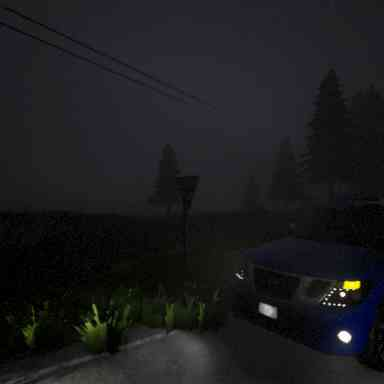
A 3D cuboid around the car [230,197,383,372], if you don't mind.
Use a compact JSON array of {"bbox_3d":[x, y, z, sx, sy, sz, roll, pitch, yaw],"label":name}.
[{"bbox_3d":[3.232,1.150,5.928,5.566,2.045,2.150,-1,1,-35],"label":"car"}]
